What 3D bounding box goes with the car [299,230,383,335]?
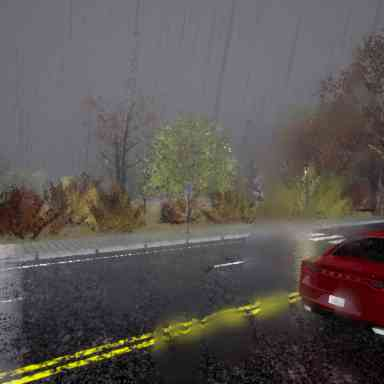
[{"bbox_3d":[4.180,1.480,6.415,5.008,1.535,1.882,0,0,-35],"label":"car"}]
